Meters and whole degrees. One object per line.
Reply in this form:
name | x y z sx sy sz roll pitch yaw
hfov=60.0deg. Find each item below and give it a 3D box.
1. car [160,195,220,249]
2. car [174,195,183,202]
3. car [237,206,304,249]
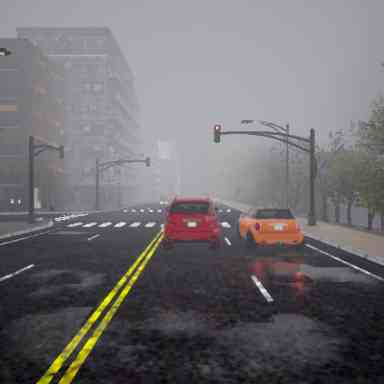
car | 0.000 1.257 14.680 2.150 2.045 5.566 0 0 0
car | -3.251 1.513 78.396 1.882 1.535 5.008 0 0 0
car | 3.250 1.366 14.620 2.097 1.767 4.553 0 0 0
